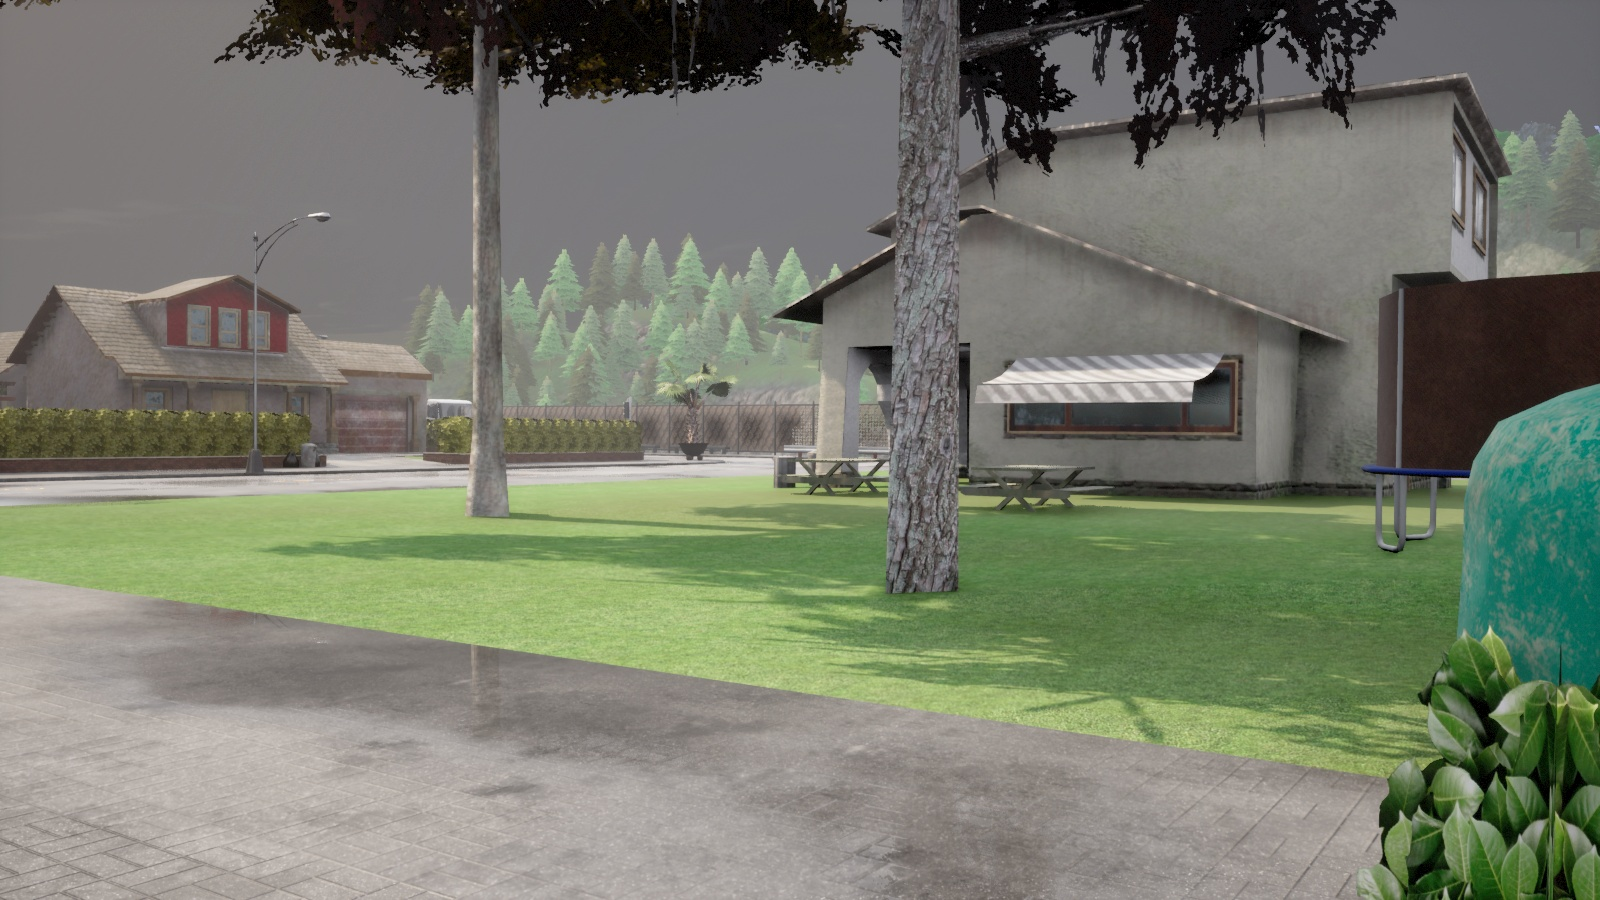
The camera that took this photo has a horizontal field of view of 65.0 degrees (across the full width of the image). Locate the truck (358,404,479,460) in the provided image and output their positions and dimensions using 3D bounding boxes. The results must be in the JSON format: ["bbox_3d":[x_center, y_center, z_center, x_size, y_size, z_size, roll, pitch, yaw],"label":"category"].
[{"bbox_3d":[-24.303,-1.120,79.790,7.936,3.462,2.891,0,1,33],"label":"truck"}]
